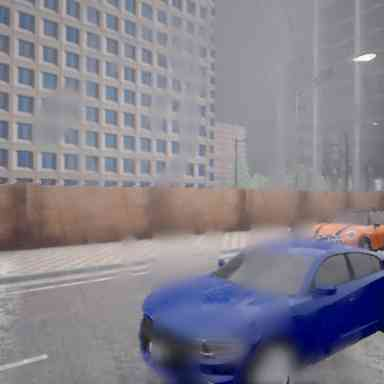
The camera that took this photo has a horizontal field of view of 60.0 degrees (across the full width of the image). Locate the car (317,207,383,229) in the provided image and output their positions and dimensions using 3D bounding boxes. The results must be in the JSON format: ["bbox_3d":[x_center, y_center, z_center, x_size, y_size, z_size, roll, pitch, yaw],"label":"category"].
[{"bbox_3d":[6.542,1.498,13.245,4.553,1.767,2.097,1,0,-36],"label":"car"}]

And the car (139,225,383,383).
[{"bbox_3d":[1.599,1.526,5.204,5.008,1.535,1.882,1,0,-37],"label":"car"}]
